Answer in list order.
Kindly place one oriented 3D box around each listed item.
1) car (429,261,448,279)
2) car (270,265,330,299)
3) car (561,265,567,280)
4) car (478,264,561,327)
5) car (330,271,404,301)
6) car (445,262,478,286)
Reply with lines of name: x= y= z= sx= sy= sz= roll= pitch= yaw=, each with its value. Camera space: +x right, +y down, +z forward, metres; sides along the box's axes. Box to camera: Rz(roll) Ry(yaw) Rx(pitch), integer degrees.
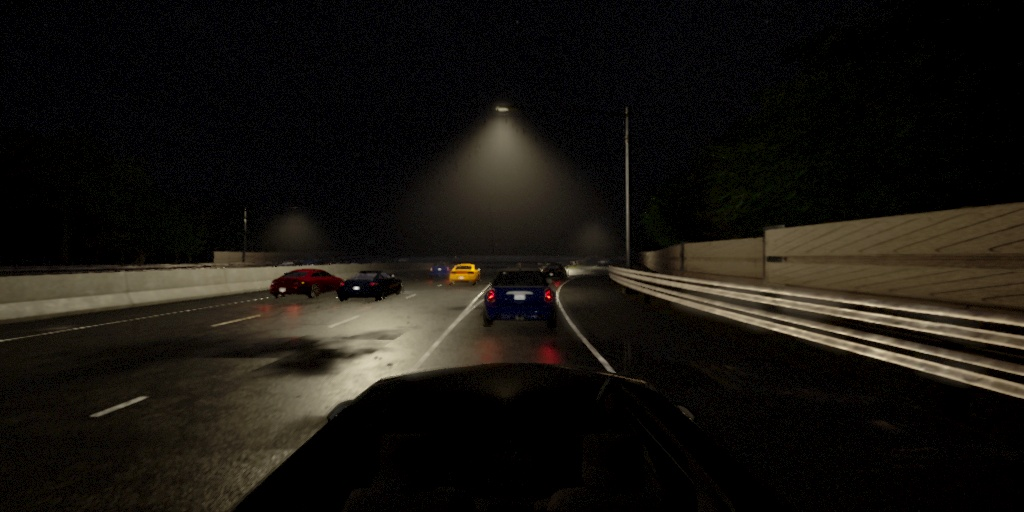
car: x=-6.900 y=1.327 z=36.305 sx=2.097 sy=1.767 sz=4.553 roll=0 pitch=-1 yaw=0
car: x=-10.387 y=1.373 z=18.544 sx=1.812 sy=1.442 sz=4.674 roll=0 pitch=0 yaw=0
car: x=4.178 y=1.499 z=34.514 sx=1.812 sy=1.442 sz=4.674 roll=-1 pitch=-1 yaw=16
car: x=0.303 y=1.158 z=11.931 sx=2.097 sy=1.767 sz=4.553 roll=0 pitch=0 yaw=2
car: x=-6.899 y=1.408 z=17.905 sx=1.994 sy=1.385 sz=4.181 roll=0 pitch=0 yaw=0
car: x=-3.500 y=1.378 z=27.376 sx=1.882 sy=1.535 sz=5.008 roll=0 pitch=0 yaw=0
